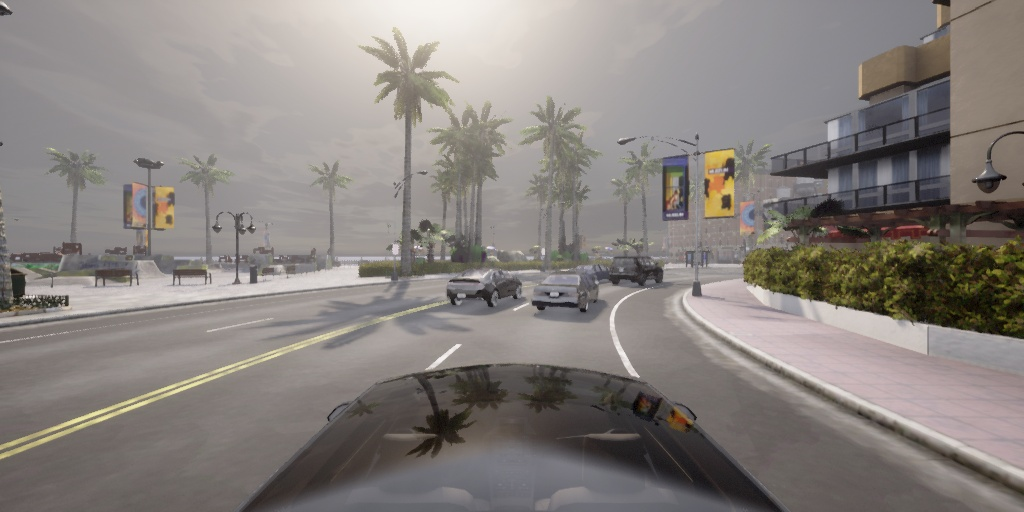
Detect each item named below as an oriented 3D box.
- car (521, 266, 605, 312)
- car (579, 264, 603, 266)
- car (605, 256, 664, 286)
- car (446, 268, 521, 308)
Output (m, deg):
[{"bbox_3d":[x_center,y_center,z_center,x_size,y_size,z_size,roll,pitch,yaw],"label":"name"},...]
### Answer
[{"bbox_3d":[2.272,1.313,14.228,2.033,1.411,5.357,0,0,20],"label":"car"},{"bbox_3d":[6.238,1.313,27.764,2.033,1.411,5.357,0,0,41],"label":"car"},{"bbox_3d":[8.912,1.008,25.505,2.150,2.045,5.566,0,0,41],"label":"car"},{"bbox_3d":[-1.012,1.245,15.439,2.128,1.511,4.902,0,0,20],"label":"car"}]
